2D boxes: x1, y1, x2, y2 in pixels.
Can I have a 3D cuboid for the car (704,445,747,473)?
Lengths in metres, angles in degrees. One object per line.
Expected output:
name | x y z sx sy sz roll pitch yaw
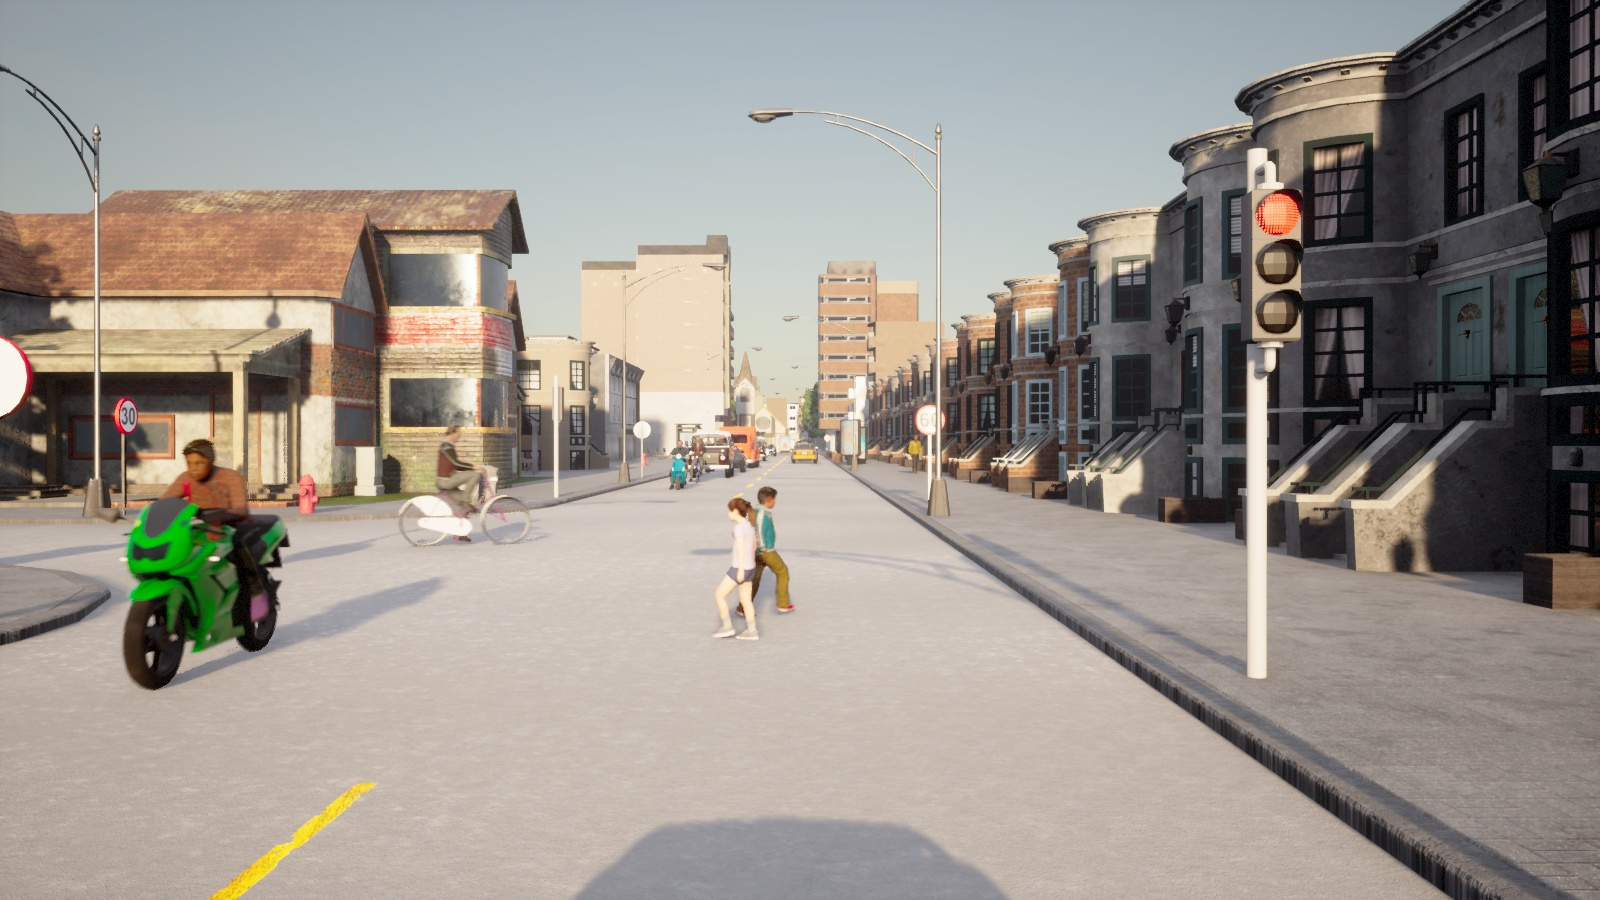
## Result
car | -3.775 0.444 64.332 1.994 1.385 4.181 0 0 0

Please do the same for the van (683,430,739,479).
van | -3.807 0.160 54.387 2.069 2.038 4.480 0 0 0

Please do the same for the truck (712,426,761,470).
truck | -3.732 -0.186 74.573 2.627 2.467 5.204 0 2 0

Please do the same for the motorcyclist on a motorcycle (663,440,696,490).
motorcyclist on a motorcycle | -3.856 0.469 40.343 0.866 1.590 1.817 0 0 0

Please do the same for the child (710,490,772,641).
child | -0.448 0.865 9.547 0.394 1.110 0.255 0 0 22

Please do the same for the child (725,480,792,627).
child | -0.351 0.859 10.618 0.448 1.192 0.343 0 0 -31

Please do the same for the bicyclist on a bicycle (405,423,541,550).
bicyclist on a bicycle | -4.720 0.511 18.119 1.843 1.776 0.659 0 -1 -20

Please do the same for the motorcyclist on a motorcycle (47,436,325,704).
motorcyclist on a motorcycle | -3.888 0.679 8.183 0.797 1.523 2.044 0 0 0

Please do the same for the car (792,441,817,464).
car | 0.331 0.168 91.636 1.801 1.575 5.366 0 0 0

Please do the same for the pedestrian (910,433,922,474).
pedestrian | 5.167 0.145 55.906 0.431 1.840 0.709 0 0 -2
